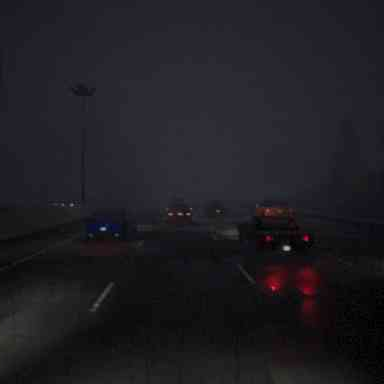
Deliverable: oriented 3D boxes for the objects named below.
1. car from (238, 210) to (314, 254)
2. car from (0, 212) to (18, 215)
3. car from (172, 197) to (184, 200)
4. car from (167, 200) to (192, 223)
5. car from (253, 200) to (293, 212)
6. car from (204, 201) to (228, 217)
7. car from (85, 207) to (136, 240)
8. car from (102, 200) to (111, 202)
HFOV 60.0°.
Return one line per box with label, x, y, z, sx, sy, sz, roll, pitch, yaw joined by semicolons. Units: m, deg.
car;3.109;1.610;13.495;1.895;1.301;4.718;0;0;-3
car;-15.191;1.650;25.757;1.895;1.301;4.718;0;0;-3
car;-1.764;1.398;41.949;2.097;1.767;4.553;0;0;-3
car;-0.963;1.575;25.525;2.033;1.411;5.357;0;0;-3
car;6.048;1.369;25.374;2.097;1.767;4.553;0;0;-3
car;2.225;1.556;31.990;1.812;1.442;4.674;0;0;-3
car;-4.078;1.502;17.315;1.882;1.535;5.008;0;0;-3
car;-17.109;1.690;67.157;1.895;1.301;4.718;0;0;-3
